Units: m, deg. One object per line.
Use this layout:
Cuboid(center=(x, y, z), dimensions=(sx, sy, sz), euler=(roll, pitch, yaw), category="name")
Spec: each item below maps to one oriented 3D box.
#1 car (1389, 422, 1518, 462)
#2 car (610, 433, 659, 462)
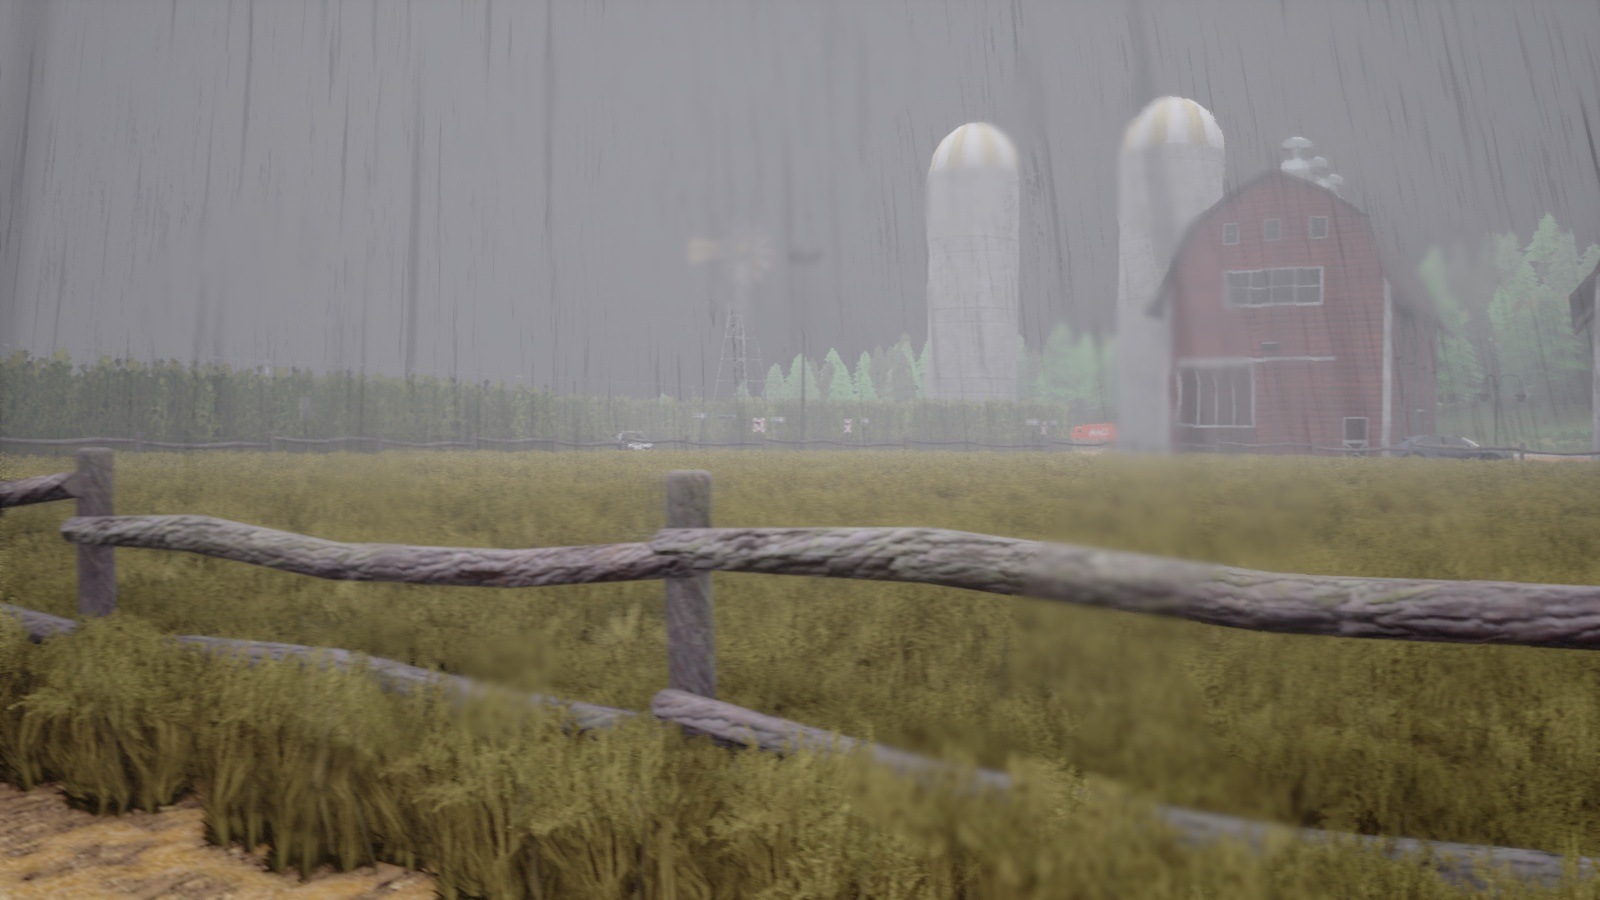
Cuboid(center=(28.335, -0.352, 54.492), dimensions=(4.856, 1.649, 2.033), euler=(0, 1, 29), category="car")
Cuboid(center=(-8.954, -0.156, 67.619), dimensions=(1.970, 1.475, 3.806), euler=(-1, 1, -17), category="car")
